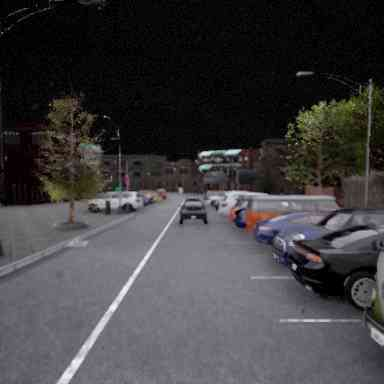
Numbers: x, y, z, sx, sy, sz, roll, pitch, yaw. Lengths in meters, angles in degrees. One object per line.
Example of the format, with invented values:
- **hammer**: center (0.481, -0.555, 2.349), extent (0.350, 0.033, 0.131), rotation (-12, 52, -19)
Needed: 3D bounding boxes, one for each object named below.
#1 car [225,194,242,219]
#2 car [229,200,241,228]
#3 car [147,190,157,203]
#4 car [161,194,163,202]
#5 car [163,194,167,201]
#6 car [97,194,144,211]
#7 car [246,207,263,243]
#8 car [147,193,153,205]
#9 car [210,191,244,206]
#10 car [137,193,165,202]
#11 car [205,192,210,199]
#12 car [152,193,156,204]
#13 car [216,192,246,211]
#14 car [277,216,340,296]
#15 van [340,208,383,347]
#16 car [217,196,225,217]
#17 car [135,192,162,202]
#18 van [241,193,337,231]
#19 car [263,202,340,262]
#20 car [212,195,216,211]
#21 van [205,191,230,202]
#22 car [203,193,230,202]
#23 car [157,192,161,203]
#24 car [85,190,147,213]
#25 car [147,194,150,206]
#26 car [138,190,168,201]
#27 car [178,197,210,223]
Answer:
- **car**: center (4.612, 1.211, 20.915), extent (4.553, 1.767, 2.185), rotation (0, 0, 0)
- **car**: center (4.672, 1.385, 18.125), extent (4.792, 1.488, 2.163), rotation (0, 0, 0)
- **car**: center (-7.726, 1.027, 47.827), extent (4.553, 1.767, 2.185), rotation (0, 0, 0)
- **car**: center (-7.882, 1.110, 53.703), extent (5.366, 1.575, 1.946), rotation (0, 0, 0)
- **car**: center (-7.513, 1.090, 56.643), extent (5.366, 1.575, 1.946), rotation (0, 0, 0)
- **car**: center (-7.660, 1.108, 35.949), extent (4.553, 1.767, 2.185), rotation (0, 0, 0)
- **car**: center (4.643, 1.434, 12.536), extent (4.674, 1.452, 2.002), rotation (0, 0, 0)
- **car**: center (-7.690, 1.233, 41.951), extent (4.674, 1.452, 2.002), rotation (0, 0, 0)
- **car**: center (4.669, 1.096, 37.802), extent (4.553, 1.767, 2.185), rotation (0, 0, 0)
- **car**: center (-7.705, 1.026, 62.414), extent (5.008, 1.535, 2.097), rotation (0, 1, 0)
- **car**: center (4.630, 1.165, 46.059), extent (5.008, 1.535, 2.097), rotation (0, 0, 0)
- **car**: center (-7.723, 1.203, 44.890), extent (4.792, 1.488, 2.163), rotation (0, 0, 0)
- **car**: center (4.672, 1.154, 29.296), extent (4.553, 1.767, 2.185), rotation (0, 0, 0)
- **car**: center (4.642, 1.431, 7.073), extent (5.008, 1.535, 2.097), rotation (0, 0, 0)
- **van**: center (4.532, 1.225, 4.153), extent (4.442, 1.987, 1.878), rotation (0, 0, 0)
- **car**: center (4.671, 1.328, 26.503), extent (4.792, 1.488, 2.163), rotation (0, 0, 0)
- **car**: center (-7.668, 0.943, 59.584), extent (4.553, 1.767, 2.185), rotation (0, 1, 0)
- **van**: center (4.762, 1.149, 15.327), extent (4.442, 1.987, 1.878), rotation (0, 0, 0)
- **car**: center (4.677, 1.287, 9.742), extent (4.553, 1.767, 2.185), rotation (0, 0, 0)
- **car**: center (4.609, 1.290, 32.093), extent (4.792, 1.488, 2.163), rotation (0, 0, 0)
- **van**: center (4.514, 0.838, 60.022), extent (4.442, 1.987, 1.878), rotation (0, 1, 0)
- **car**: center (4.624, 1.019, 62.832), extent (4.892, 1.521, 2.231), rotation (0, 2, 0)
- **car**: center (-7.702, 1.135, 50.640), extent (4.892, 1.521, 2.231), rotation (0, 0, 0)
- **car**: center (-7.719, 1.002, 33.135), extent (5.566, 2.045, 2.435), rotation (0, 0, 0)
- **car**: center (-7.690, 1.254, 38.888), extent (4.674, 1.452, 2.002), rotation (0, 0, 0)
- **car**: center (-7.672, 0.707, 65.354), extent (5.566, 2.045, 2.435), rotation (0, 1, 0)
- **car**: center (0.092, 1.342, 23.828), extent (1.837, 1.490, 4.892), rotation (0, 1, 0)
